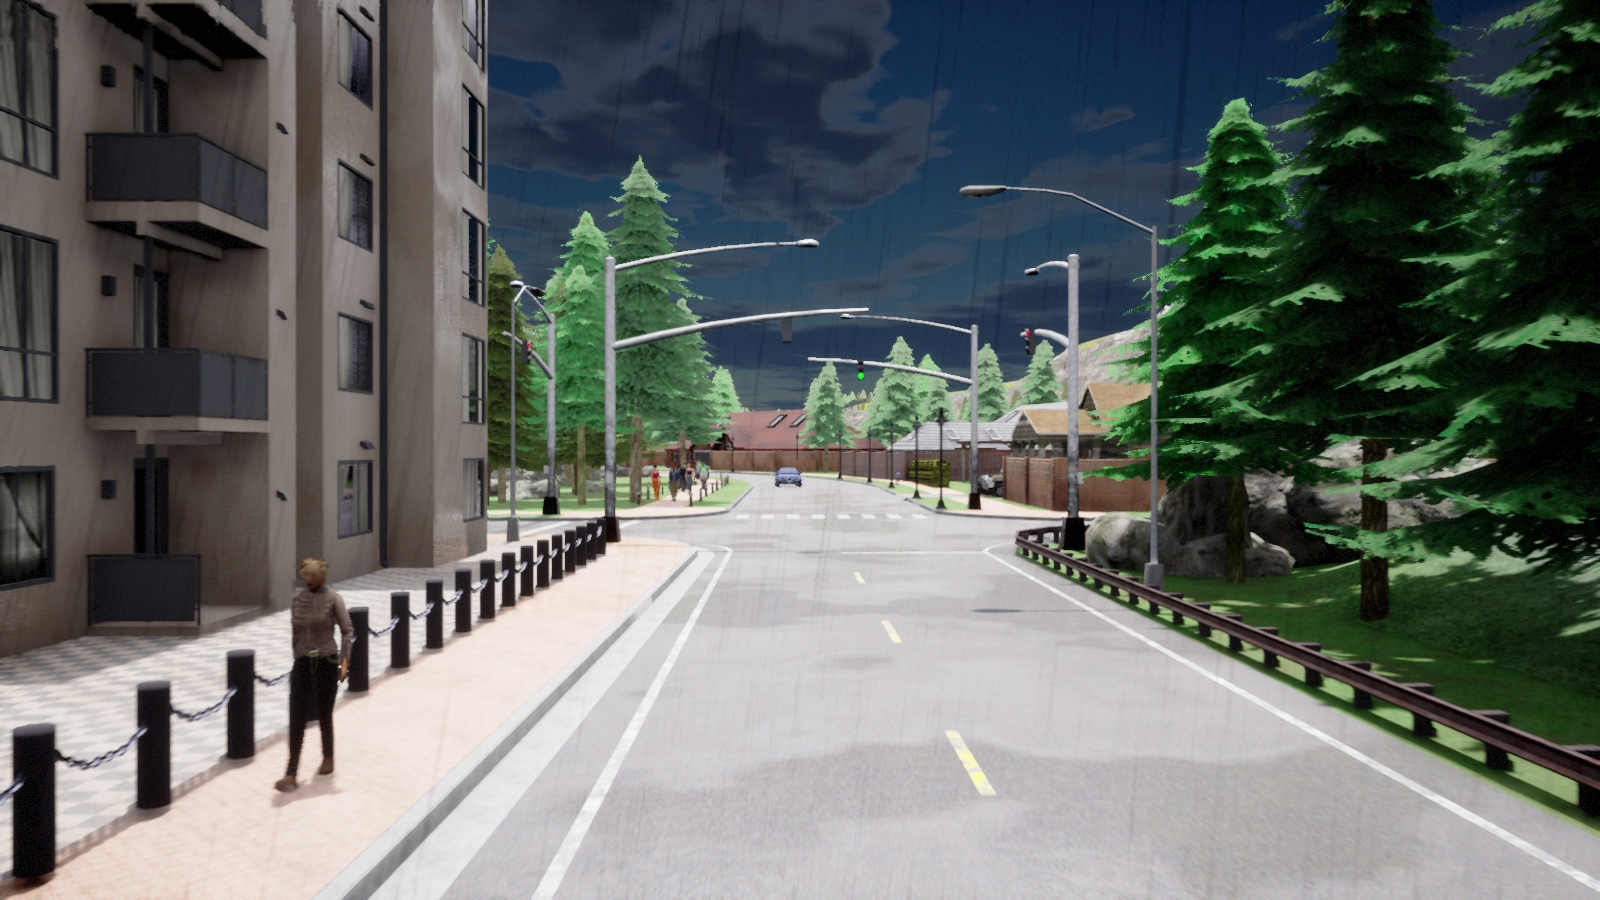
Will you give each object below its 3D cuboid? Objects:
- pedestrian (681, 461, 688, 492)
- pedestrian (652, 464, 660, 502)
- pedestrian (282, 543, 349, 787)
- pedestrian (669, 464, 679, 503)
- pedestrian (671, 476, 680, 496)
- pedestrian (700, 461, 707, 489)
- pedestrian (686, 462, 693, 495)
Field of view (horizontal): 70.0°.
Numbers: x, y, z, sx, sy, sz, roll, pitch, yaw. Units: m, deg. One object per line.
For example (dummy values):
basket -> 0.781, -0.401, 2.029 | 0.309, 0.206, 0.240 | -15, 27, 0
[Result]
pedestrian -> -7.046, 1.613, 69.658 | 0.375, 1.860, 0.375 | 0, 0, 2
pedestrian -> -7.078, 1.621, 56.263 | 0.375, 1.860, 0.375 | 0, 0, -8
pedestrian -> -3.839, 1.684, 9.065 | 0.375, 1.860, 0.375 | 0, 0, -1
pedestrian -> -6.151, 1.622, 55.719 | 0.375, 1.860, 0.375 | 0, 0, 7
pedestrian -> -6.856, 1.999, 63.051 | 0.500, 1.100, 0.500 | 0, 0, -4
pedestrian -> -6.210, 1.609, 73.649 | 0.375, 1.860, 0.375 | 0, 0, 0
pedestrian -> -6.277, 1.615, 64.941 | 0.375, 1.860, 0.375 | 0, 0, -2
